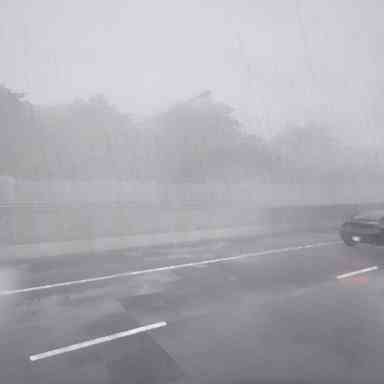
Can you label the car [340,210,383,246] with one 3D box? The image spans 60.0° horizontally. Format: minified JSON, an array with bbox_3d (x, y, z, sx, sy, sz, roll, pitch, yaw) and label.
[{"bbox_3d":[8.160,1.508,13.875,4.892,1.490,1.837,0,0,-35],"label":"car"}]
